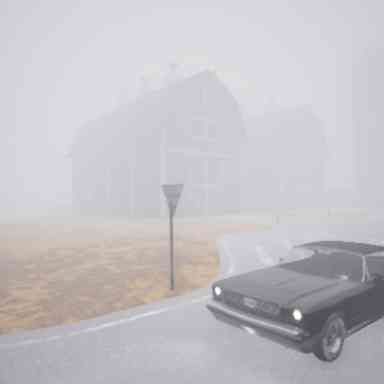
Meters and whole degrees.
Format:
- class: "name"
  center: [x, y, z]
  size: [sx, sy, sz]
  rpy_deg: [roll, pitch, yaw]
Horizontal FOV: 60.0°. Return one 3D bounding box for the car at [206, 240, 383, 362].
- class: "car"
  center: [2.523, 1.641, 6.120]
  size: [4.718, 1.301, 1.895]
  rpy_deg: [0, -1, -39]
